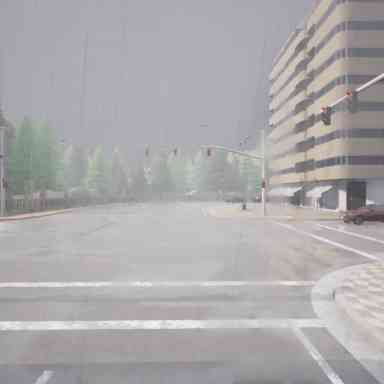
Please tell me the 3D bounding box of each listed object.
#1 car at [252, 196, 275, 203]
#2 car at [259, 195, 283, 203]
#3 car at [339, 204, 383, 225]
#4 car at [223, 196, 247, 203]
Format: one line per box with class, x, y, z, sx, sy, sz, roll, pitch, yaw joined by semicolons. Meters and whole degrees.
car;14.204;1.526;67.860;4.674;1.442;1.812;0;0;-34
car;17.555;1.525;73.762;4.902;1.511;2.128;0;0;-23
car;13.167;1.581;24.113;4.674;1.442;1.812;0;0;-1
car;8.891;1.547;68.158;5.357;1.411;2.033;0;0;-38
